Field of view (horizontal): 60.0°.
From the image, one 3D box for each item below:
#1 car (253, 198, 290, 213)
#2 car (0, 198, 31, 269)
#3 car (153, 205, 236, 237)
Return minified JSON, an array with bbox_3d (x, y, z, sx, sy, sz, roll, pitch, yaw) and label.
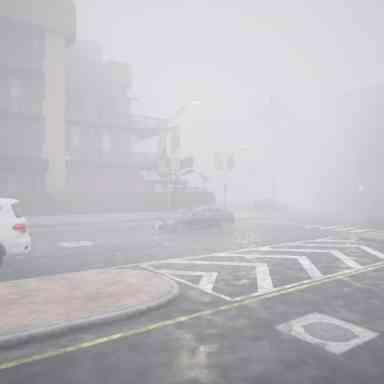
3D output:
[{"bbox_3d":[8.979,1.477,37.747,1.882,1.535,5.008,0,-1,-26],"label":"car"},{"bbox_3d":[-7.274,1.216,8.638,5.566,2.045,2.150,-1,1,-35],"label":"car"},{"bbox_3d":[0.200,1.491,18.246,4.902,1.511,2.128,0,0,-36],"label":"car"}]
